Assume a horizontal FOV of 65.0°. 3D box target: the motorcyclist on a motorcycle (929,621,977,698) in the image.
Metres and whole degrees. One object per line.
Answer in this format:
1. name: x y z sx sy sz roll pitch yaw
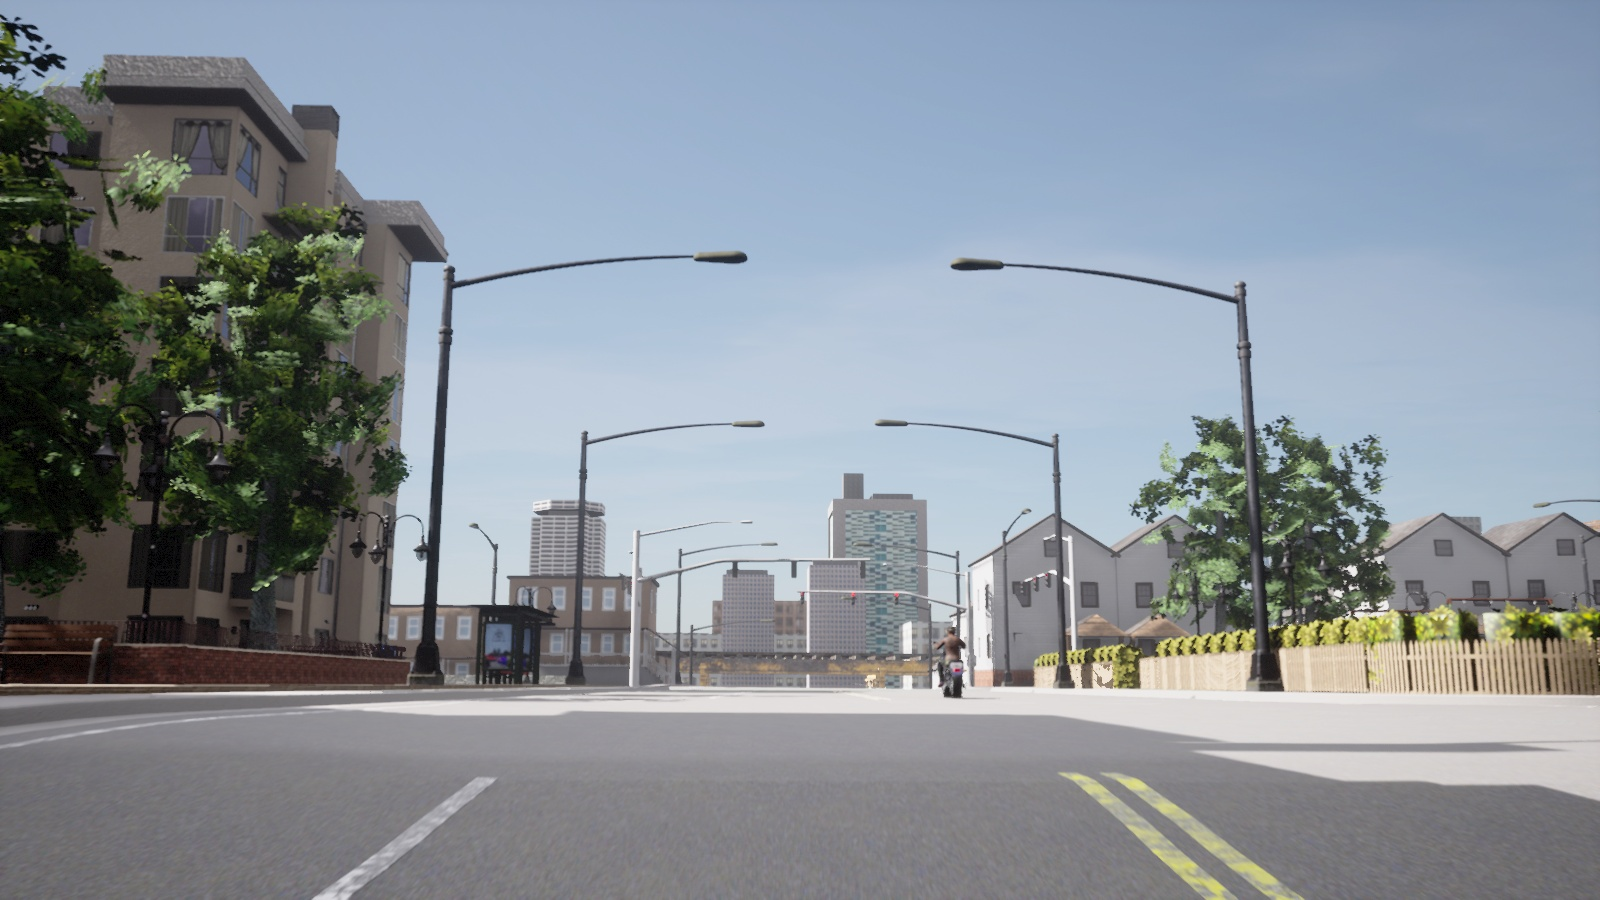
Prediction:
1. motorcyclist on a motorcycle: 3.438 4.780 28.479 0.766 1.649 2.350 0 -11 0
